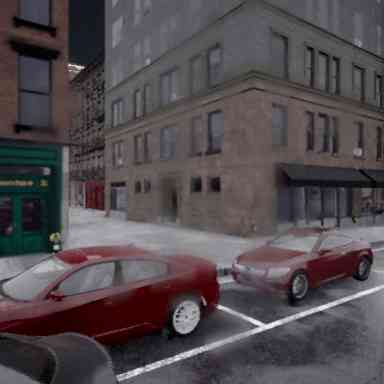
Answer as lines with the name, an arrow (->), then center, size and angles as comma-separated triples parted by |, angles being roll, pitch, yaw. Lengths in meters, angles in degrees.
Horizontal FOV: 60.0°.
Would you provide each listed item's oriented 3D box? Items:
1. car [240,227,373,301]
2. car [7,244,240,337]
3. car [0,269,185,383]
car -> 2.872, 1.572, 8.236 | 4.206, 1.307, 1.802 | 0, 0, -35
car -> -1.616, 1.543, 5.036 | 4.507, 1.381, 1.887 | 0, 0, -35
car -> -2.481, 1.528, 1.277 | 4.674, 1.442, 1.812 | 0, 0, -36
